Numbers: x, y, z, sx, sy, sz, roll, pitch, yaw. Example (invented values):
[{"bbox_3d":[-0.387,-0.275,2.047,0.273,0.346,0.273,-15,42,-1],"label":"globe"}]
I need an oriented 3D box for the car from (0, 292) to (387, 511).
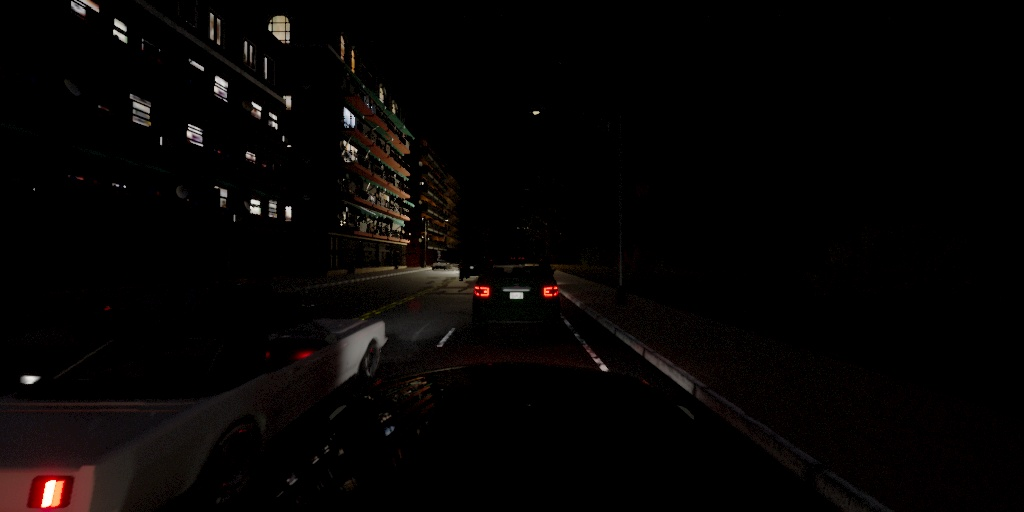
[{"bbox_3d":[-3.147,1.351,4.280,1.895,1.301,4.718,0,0,0],"label":"car"}]

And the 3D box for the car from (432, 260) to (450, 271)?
[{"bbox_3d":[-9.715,1.276,49.178,1.812,1.442,4.674,0,0,0],"label":"car"}]

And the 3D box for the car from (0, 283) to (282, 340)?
[{"bbox_3d":[-6.587,1.298,7.564,2.033,1.411,5.357,0,0,0],"label":"car"}]

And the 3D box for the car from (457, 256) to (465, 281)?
[{"bbox_3d":[-3.070,0.975,30.227,2.150,2.045,5.566,0,0,0],"label":"car"}]

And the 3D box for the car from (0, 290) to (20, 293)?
[{"bbox_3d":[-9.839,1.314,6.239,1.994,1.385,4.181,0,0,0],"label":"car"}]

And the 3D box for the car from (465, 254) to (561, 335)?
[{"bbox_3d":[0.116,0.973,10.654,2.150,2.045,5.566,0,0,0],"label":"car"}]
